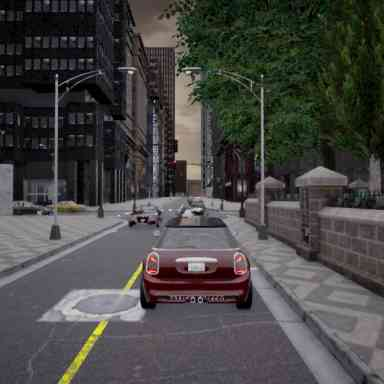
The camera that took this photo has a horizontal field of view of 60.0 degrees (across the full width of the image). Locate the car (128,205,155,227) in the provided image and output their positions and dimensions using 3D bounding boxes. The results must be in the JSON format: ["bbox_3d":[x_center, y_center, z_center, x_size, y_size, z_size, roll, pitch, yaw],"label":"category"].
[{"bbox_3d":[-3.064,1.587,22.626,1.994,1.385,4.181,0,0,0],"label":"car"}]

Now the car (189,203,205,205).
[{"bbox_3d":[0.045,1.541,18.172,1.812,1.442,4.674,0,0,0],"label":"car"}]

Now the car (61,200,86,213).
[{"bbox_3d":[-14.882,1.675,38.612,4.829,1.417,1.752,0,-1,0],"label":"car"}]

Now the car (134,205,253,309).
[{"bbox_3d":[0.075,1.357,8.046,2.097,1.767,4.553,0,0,0],"label":"car"}]

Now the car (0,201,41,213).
[{"bbox_3d":[-20.225,1.707,38.625,4.403,1.369,2.008,0,-1,0],"label":"car"}]

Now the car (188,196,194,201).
[{"bbox_3d":[-0.264,1.709,90.084,1.812,1.442,4.674,0,0,0],"label":"car"}]

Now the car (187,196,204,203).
[{"bbox_3d":[0.583,1.562,44.587,2.128,1.511,4.902,0,0,-5],"label":"car"}]

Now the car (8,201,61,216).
[{"bbox_3d":[-14.725,1.517,30.088,4.403,1.369,2.008,0,-1,0],"label":"car"}]

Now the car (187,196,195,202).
[{"bbox_3d":[-0.233,1.730,79.664,2.033,1.411,5.357,0,0,0],"label":"car"}]
